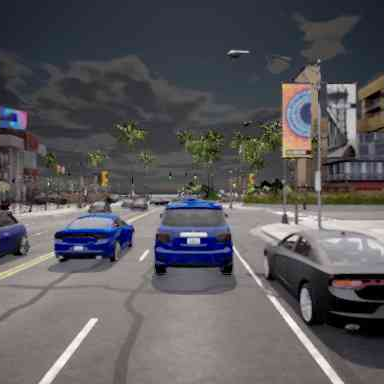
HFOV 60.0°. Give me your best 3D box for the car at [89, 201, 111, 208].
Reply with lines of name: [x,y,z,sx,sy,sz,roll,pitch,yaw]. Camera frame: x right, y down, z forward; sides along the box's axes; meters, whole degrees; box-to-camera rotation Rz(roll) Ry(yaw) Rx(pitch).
car: [-10.628,1.826,38.547,1.812,1.442,4.674,0,0,0]

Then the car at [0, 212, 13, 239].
car: [-10.622,1.723,15.596,1.895,1.301,4.718,0,0,0]

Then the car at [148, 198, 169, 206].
car: [-7.031,2.083,69.699,2.033,1.411,5.357,0,0,23]

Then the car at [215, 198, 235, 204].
car: [8.506,2.188,85.222,4.902,1.511,2.128,0,-1,-40]

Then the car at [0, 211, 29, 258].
car: [-7.114,1.434,10.450,2.097,1.767,4.553,0,0,0]

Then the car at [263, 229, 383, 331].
car: [2.891,1.537,7.194,2.097,1.535,5.008,0,0,0]

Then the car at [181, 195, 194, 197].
car: [-1.324,1.797,73.431,2.150,2.045,5.566,0,-1,29]

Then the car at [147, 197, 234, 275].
car: [0.055,1.310,10.930,2.150,2.045,5.566,0,0,0]

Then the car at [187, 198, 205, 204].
car: [0.985,2.239,82.693,1.895,1.301,4.718,0,-1,40]

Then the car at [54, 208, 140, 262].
car: [-3.439,1.576,12.577,1.882,1.535,5.008,0,0,0]

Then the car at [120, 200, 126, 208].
car: [-10.241,1.952,54.757,1.812,1.442,4.674,0,0,4]

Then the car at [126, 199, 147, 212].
car: [-7.114,1.901,45.336,2.033,1.411,5.357,0,0,0]
